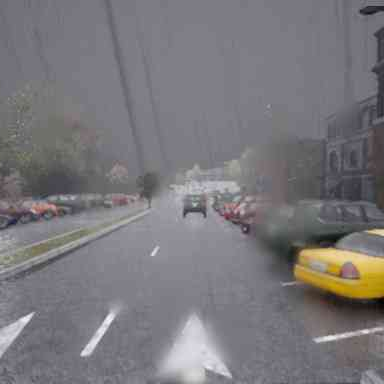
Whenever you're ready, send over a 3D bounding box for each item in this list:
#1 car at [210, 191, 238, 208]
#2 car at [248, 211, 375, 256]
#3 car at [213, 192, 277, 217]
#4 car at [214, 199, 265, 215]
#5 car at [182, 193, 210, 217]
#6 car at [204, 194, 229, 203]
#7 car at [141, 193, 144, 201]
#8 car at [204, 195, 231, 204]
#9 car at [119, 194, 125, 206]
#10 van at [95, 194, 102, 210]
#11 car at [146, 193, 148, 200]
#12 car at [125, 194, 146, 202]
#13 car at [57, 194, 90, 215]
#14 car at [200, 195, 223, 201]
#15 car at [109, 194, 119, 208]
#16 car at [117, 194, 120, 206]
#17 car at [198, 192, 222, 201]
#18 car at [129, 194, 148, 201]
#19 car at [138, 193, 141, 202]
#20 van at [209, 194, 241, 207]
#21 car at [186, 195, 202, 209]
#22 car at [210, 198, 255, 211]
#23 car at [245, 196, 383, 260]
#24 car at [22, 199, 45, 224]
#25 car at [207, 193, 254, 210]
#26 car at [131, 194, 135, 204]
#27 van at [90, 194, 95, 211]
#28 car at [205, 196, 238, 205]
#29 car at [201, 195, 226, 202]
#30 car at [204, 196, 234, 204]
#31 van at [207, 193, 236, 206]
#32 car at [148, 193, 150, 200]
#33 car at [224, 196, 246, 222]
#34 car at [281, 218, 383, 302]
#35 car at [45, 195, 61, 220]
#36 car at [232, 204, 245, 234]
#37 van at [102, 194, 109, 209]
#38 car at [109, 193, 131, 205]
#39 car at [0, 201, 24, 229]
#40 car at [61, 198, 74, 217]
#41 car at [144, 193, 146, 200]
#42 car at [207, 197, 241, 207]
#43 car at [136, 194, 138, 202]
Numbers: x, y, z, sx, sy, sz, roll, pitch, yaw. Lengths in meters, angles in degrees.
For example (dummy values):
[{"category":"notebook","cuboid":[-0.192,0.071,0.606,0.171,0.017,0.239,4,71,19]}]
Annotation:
[{"category":"car","cuboid":[4.934,1.259,31.652,5.566,2.045,2.435,1,0,-20]},{"category":"car","cuboid":[4.846,1.567,13.598,4.674,1.452,2.002,1,0,-20]},{"category":"car","cuboid":[4.909,1.266,25.637,5.566,2.045,2.435,1,0,-20]},{"category":"car","cuboid":[4.939,1.536,34.660,4.792,1.488,2.163,1,0,-20]},{"category":"car","cuboid":[0.265,1.244,31.664,2.150,2.045,5.566,0,0,1]},{"category":"car","cuboid":[4.929,1.342,67.790,4.553,1.767,2.185,1,0,-21]},{"category":"car","cuboid":[-13.388,1.496,71.293,4.792,1.488,2.163,-1,0,-21]},{"category":"car","cuboid":[4.979,1.473,64.771,4.892,1.521,2.231,1,0,-21]},{"category":"car","cuboid":[-13.151,1.513,50.548,4.792,1.488,2.163,-1,0,-20]},{"category":"van","cuboid":[-13.103,1.268,38.670,4.442,1.987,1.878,-1,0,-20]},{"category":"car","cuboid":[-13.537,1.461,77.230,5.008,1.535,2.097,-1,0,-22]},{"category":"car","cuboid":[-13.695,1.334,80.181,4.553,1.767,2.185,-1,0,-22]},{"category":"car","cuboid":[-13.255,1.250,32.663,5.566,2.045,2.435,-1,0,-20]},{"category":"car","cuboid":[4.637,1.450,79.871,5.008,1.535,2.097,1,0,-23]},{"category":"car","cuboid":[-13.017,1.484,44.647,5.366,1.575,1.946,-1,0,-20]},{"category":"car","cuboid":[-13.211,1.517,47.545,4.792,1.488,2.163,-1,0,-20]},{"category":"car","cuboid":[4.484,1.193,82.875,5.566,2.045,2.435,1,0,-23]},{"category":"car","cuboid":[-13.926,1.328,86.115,4.553,1.767,2.185,-1,0,-23]},{"category":"car","cuboid":[-13.233,1.471,65.384,5.008,1.535,2.097,-1,0,-21]},{"category":"van","cuboid":[4.915,1.263,49.657,4.442,1.987,1.878,1,0,-20]},{"category":"car","cuboid":[0.313,1.355,46.455,2.097,1.767,4.553,0,0,1]},{"category":"car","cuboid":[4.991,1.500,40.682,5.008,1.535,2.097,1,0,-20]},{"category":"car","cuboid":[4.851,1.271,10.597,5.566,2.045,2.435,1,0,-20]},{"category":"car","cuboid":[-13.289,1.384,23.738,4.553,1.767,2.185,-1,0,-20]},{"category":"car","cuboid":[5.027,1.246,43.701,5.566,2.045,2.435,1,0,-20]},{"category":"car","cuboid":[-13.001,1.473,56.549,5.366,1.575,1.946,-1,0,-20]},{"category":"van","cuboid":[-13.109,1.271,35.693,4.442,1.987,1.878,-1,0,-20]},{"category":"car","cuboid":[5.200,1.479,58.809,5.366,1.575,1.946,1,0,-20]},{"category":"car","cuboid":[4.822,1.458,73.836,5.008,1.535,2.097,1,0,-22]},{"category":"car","cuboid":[5.025,1.476,61.752,5.008,1.535,2.097,1,0,-21]},{"category":"van","cuboid":[4.926,1.256,55.682,4.442,1.987,1.878,1,0,-20]},{"category":"car","cuboid":[-13.970,1.456,83.073,5.366,1.575,1.946,-1,0,-23]},{"category":"car","cuboid":[4.882,1.395,22.641,4.553,1.767,2.185,1,0,-20]},{"category":"car","cuboid":[4.975,1.510,7.621,5.366,1.575,1.946,1,-1,-20]},{"category":"car","cuboid":[-13.216,1.380,26.728,4.553,1.767,2.185,-1,0,-20]},{"category":"car","cuboid":[4.874,1.527,16.623,5.008,1.535,2.097,1,0,-20]},{"category":"van","cuboid":[-13.096,1.265,41.649,4.442,1.987,1.878,-1,0,-20]},{"category":"car","cuboid":[-13.200,1.230,53.496,5.566,2.045,2.435,-1,0,-20]},{"category":"car","cuboid":[-13.246,1.541,20.368,4.792,1.488,2.163,-1,0,-20]},{"category":"car","cuboid":[-13.237,1.544,29.701,4.674,1.452,2.002,-1,0,-20]},{"category":"car","cuboid":[-13.414,1.493,74.287,4.792,1.488,2.163,-1,0,-22]},{"category":"car","cuboid":[5.054,1.517,52.726,4.792,1.488,2.163,1,0,-20]},{"category":"car","cuboid":[-13.179,1.348,62.428,4.553,1.767,2.185,-1,0,-20]}]
